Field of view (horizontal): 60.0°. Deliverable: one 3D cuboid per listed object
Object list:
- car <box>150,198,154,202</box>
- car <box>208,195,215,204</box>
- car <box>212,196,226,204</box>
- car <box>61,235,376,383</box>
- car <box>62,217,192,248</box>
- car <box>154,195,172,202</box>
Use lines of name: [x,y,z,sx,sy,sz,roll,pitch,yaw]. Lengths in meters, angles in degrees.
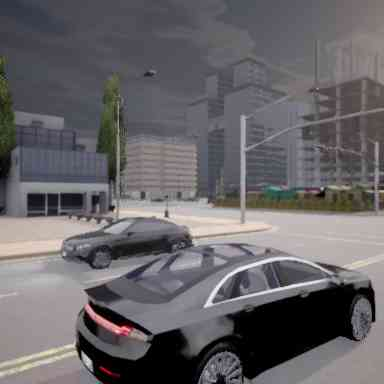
car: [-8.888,1.786,89.972,4.605,1.855,1.932,0,-1,-38]
car: [5.076,1.672,72.306,3.866,1.878,1.905,0,-1,-38]
car: [6.864,1.897,70.027,3.806,1.475,1.970,0,-1,-38]
car: [0.860,1.528,4.882,4.902,1.511,2.128,0,0,-37]
car: [-2.044,1.607,11.507,4.674,1.442,1.812,0,-1,-39]
car: [-7.134,1.774,87.669,3.866,1.878,1.905,0,-1,-38]
